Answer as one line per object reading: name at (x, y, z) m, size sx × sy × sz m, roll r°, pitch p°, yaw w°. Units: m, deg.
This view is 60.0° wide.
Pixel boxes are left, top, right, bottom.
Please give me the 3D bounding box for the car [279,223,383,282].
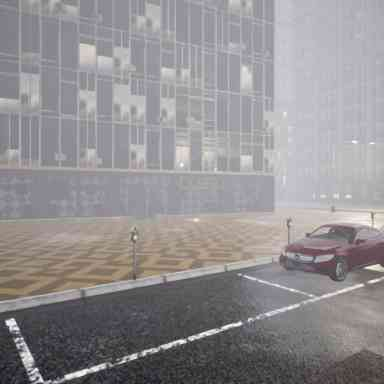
car at (4.361, 1.579, 9.684) m, size 4.206 × 1.307 × 1.802 m, roll 0°, pitch 0°, yaw -36°
